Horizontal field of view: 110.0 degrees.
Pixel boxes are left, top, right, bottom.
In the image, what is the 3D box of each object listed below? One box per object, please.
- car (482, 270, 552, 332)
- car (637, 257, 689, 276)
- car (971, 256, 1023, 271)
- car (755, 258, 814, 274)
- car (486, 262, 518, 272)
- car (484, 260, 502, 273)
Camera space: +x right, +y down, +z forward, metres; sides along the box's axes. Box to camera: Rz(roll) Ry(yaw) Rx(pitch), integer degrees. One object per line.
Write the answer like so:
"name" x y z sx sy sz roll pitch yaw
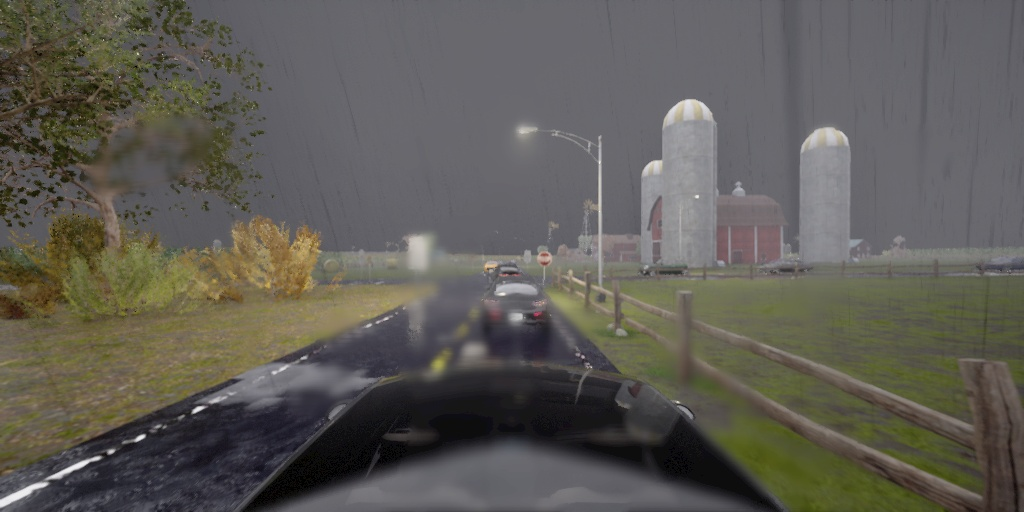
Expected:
"car" 0.125 1.319 10.862 1.812 1.442 4.674 0 0 0
"car" 14.380 1.015 34.212 4.553 1.767 2.097 -1 1 0
"car" 47.531 0.747 34.271 5.357 1.411 2.033 -1 1 0
"car" 25.955 0.990 34.265 4.902 1.511 2.128 -1 1 0
"car" -0.485 1.369 24.887 1.837 1.490 4.892 0 0 -9
"car" -2.718 1.471 48.794 1.882 1.535 5.008 0 0 0
